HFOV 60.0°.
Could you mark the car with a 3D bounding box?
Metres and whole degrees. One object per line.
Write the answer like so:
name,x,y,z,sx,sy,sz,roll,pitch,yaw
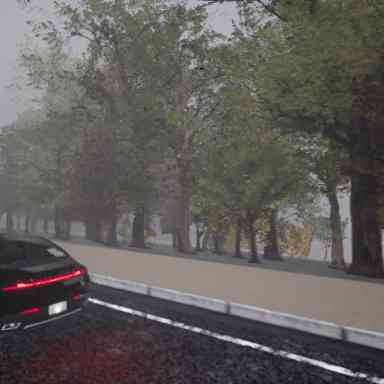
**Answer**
car,-4.057,1.584,6.593,4.892,1.490,1.837,-1,0,36
